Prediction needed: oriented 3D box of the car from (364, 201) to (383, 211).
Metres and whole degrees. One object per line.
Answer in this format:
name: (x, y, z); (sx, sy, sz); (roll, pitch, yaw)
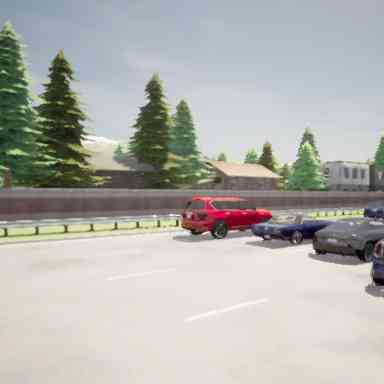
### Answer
car: (16.622, 1.553, 28.315); (4.553, 1.767, 2.097); (0, 0, -35)

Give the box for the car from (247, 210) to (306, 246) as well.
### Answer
car: (5.136, 1.698, 15.922); (4.718, 1.301, 1.895); (0, 0, -35)

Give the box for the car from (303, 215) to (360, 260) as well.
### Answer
car: (6.450, 1.650, 12.564); (4.181, 1.385, 1.994); (0, 0, -35)

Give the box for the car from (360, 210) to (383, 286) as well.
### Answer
car: (6.510, 1.417, 8.322); (4.553, 1.767, 2.097); (0, 0, -35)

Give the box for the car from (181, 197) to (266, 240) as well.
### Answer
car: (2.024, 1.317, 18.009); (5.566, 2.045, 2.150); (0, 0, -35)
